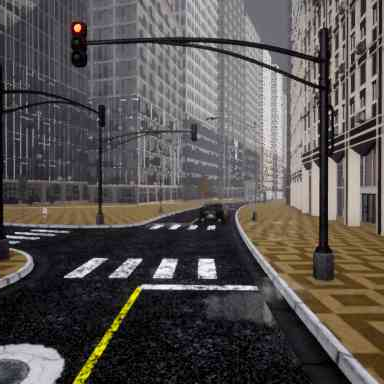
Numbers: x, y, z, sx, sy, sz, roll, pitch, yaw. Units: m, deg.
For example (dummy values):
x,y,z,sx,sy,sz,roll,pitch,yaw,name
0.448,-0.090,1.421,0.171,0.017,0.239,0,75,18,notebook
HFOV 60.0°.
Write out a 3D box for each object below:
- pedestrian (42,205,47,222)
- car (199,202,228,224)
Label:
x,y,z,sx,sy,sz,roll,pitch,yaw,name
-9.293,1.344,21.036,0.500,1.100,0.500,0,0,17,pedestrian
1.676,1.503,25.442,1.882,1.535,5.008,1,0,9,car
